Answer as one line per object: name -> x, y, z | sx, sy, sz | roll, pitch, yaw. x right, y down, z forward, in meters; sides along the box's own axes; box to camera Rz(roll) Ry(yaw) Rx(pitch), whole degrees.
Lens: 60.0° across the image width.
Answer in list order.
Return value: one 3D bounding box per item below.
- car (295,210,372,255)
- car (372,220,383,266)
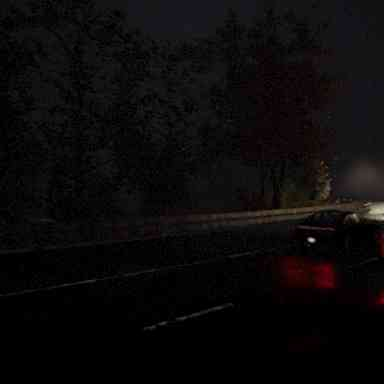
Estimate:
car -> 6.089, 1.512, 13.630 | 4.902, 1.511, 2.128 | 0, 0, -43
car -> 7.671, 1.359, 10.358 | 4.553, 1.767, 2.097 | 0, 0, -42
